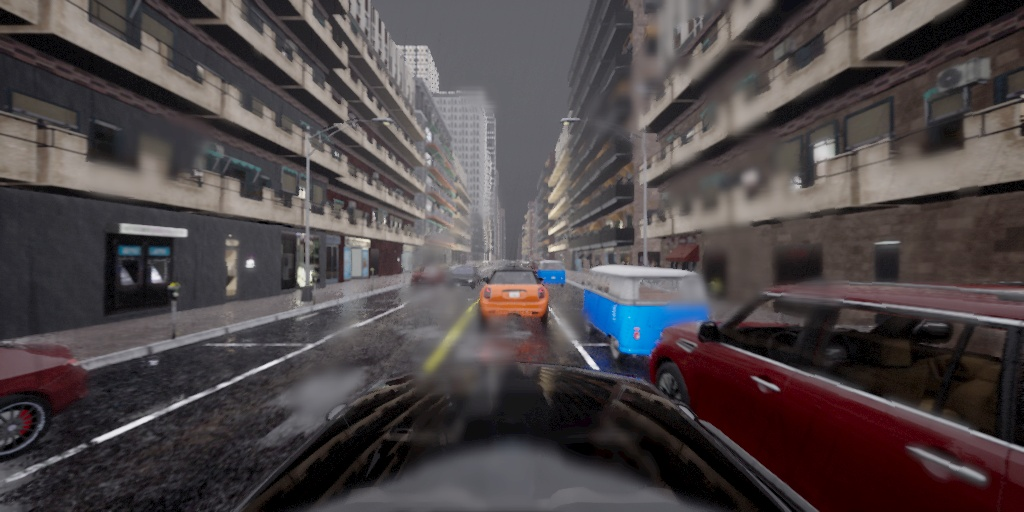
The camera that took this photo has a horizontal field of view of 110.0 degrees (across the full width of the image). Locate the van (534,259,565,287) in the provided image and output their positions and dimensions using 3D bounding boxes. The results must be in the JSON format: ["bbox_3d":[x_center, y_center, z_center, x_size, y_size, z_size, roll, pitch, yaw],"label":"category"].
[{"bbox_3d":[2.686,1.197,25.096,1.690,1.789,3.998,0,0,0],"label":"van"}]

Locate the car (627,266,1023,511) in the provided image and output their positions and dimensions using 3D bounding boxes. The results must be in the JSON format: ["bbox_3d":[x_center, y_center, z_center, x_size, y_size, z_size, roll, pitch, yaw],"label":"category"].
[{"bbox_3d":[2.689,1.068,2.367,2.192,1.841,5.009,0,0,0],"label":"car"}]

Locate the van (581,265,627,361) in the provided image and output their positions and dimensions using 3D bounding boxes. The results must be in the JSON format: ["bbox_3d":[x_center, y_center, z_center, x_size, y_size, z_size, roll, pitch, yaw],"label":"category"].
[{"bbox_3d":[2.689,1.119,8.050,1.690,1.789,3.998,0,0,0],"label":"van"}]

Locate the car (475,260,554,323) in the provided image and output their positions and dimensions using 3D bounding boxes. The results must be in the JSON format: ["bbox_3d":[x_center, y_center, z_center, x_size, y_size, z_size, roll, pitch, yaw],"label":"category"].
[{"bbox_3d":[0.049,1.151,12.500,2.097,1.767,4.553,0,0,-1],"label":"car"}]

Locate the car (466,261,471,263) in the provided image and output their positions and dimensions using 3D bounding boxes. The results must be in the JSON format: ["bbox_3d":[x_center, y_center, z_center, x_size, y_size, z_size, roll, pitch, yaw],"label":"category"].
[{"bbox_3d":[-5.697,1.460,36.458,2.007,1.370,4.403,0,0,0],"label":"car"}]

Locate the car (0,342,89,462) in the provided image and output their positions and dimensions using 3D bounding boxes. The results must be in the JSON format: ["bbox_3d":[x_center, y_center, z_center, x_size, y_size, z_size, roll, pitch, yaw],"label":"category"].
[{"bbox_3d":[-5.691,1.335,2.364,1.802,1.307,4.207,0,0,0],"label":"car"}]

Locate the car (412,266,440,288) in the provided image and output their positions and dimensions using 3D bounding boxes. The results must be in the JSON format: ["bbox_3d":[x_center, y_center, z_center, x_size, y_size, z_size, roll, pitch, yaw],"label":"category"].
[{"bbox_3d":[-5.695,1.402,25.093,1.888,1.381,4.507,0,0,0],"label":"car"}]

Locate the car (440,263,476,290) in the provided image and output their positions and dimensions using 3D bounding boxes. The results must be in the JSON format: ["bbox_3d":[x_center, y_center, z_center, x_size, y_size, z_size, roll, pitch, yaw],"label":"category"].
[{"bbox_3d":[-3.096,1.398,23.792,2.033,1.411,5.357,0,0,0],"label":"car"}]

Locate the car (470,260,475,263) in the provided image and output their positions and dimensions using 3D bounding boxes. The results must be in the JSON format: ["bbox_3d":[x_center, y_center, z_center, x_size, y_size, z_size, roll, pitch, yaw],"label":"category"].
[{"bbox_3d":[-5.699,1.403,47.822,1.967,1.591,4.097,0,0,0],"label":"car"}]
